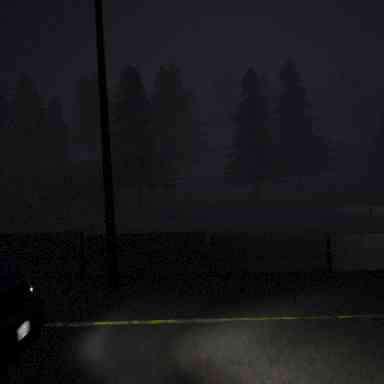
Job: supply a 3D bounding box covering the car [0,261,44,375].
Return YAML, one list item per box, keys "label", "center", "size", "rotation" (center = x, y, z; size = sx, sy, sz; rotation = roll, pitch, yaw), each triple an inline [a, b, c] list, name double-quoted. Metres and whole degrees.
- label: "car"
  center: [-4.691, 1.245, 3.658]
  size: [5.566, 2.045, 2.150]
  rotation: [0, 0, -3]
